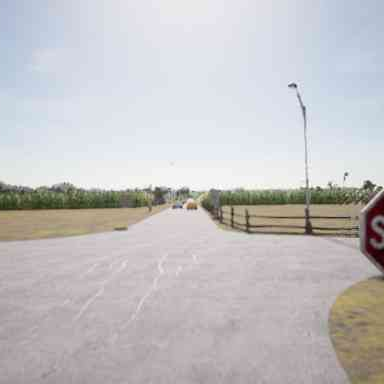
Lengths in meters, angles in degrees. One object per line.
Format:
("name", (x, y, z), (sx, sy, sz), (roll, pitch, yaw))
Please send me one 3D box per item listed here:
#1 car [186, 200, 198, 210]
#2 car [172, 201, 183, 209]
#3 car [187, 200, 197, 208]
("car", (0.009, 2.398, 59.466), (1.882, 1.535, 5.008), (0, -1, 0))
("car", (-2.741, 2.532, 64.053), (1.812, 1.442, 4.674), (0, -1, 0))
("car", (0.010, 2.480, 69.889), (2.128, 1.511, 4.902), (0, -1, 0))
